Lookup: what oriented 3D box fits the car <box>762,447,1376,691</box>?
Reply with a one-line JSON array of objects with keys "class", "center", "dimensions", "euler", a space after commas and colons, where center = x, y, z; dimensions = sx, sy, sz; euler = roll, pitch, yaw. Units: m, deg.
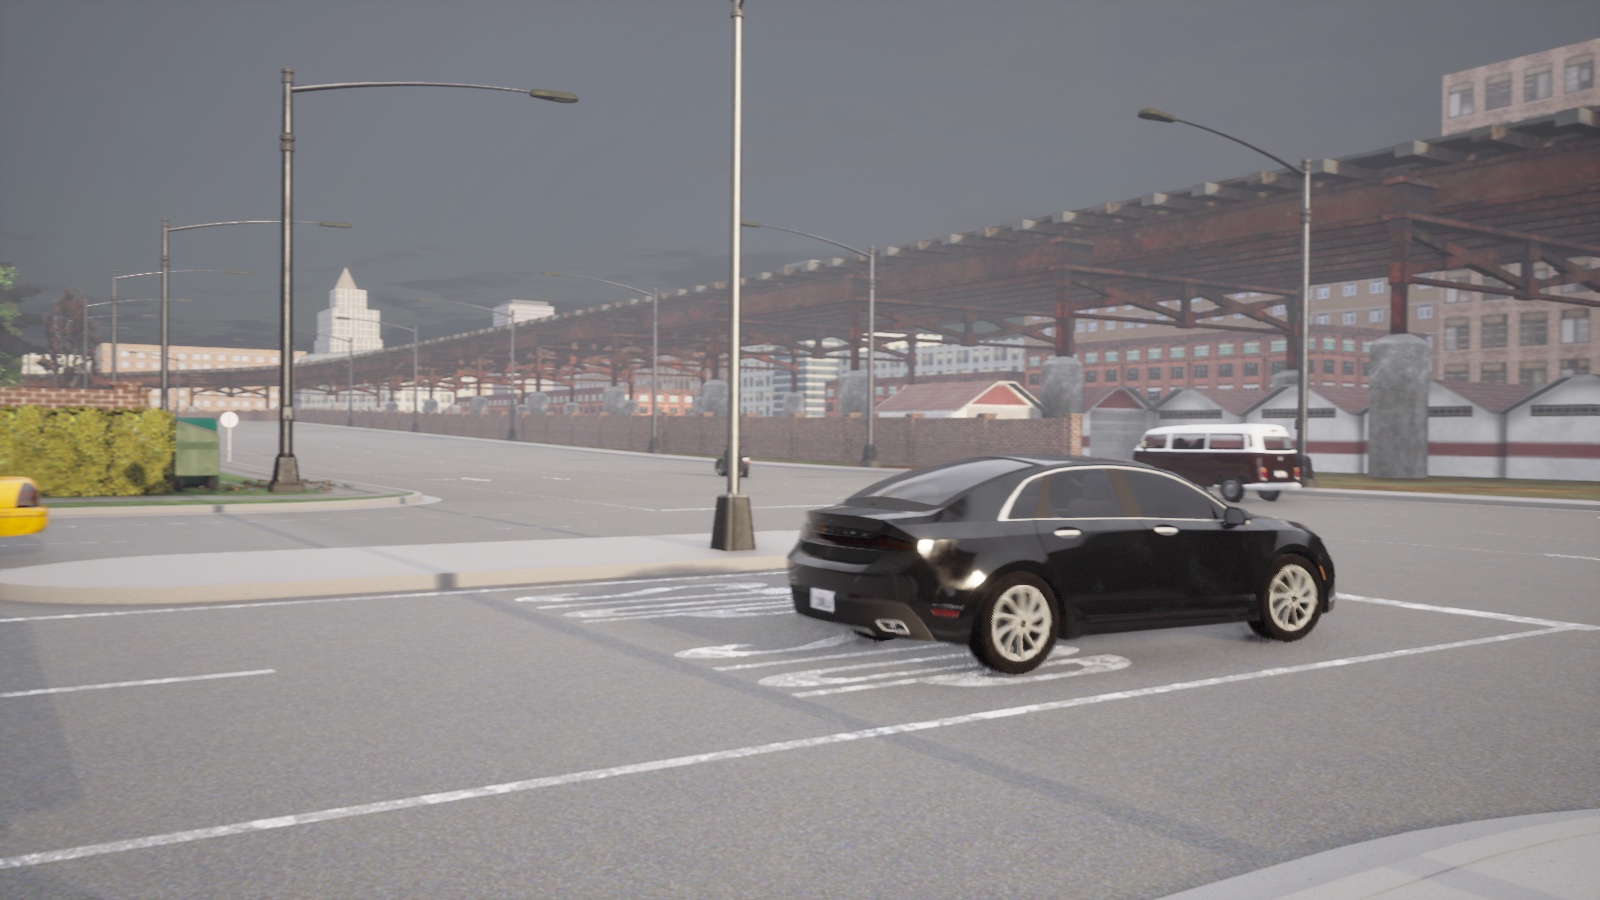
[{"class": "car", "center": [2.289, 0.759, 10.103], "dimensions": [4.892, 1.490, 1.837], "euler": [-1, 1, -31]}]

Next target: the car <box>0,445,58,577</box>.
[{"class": "car", "center": [-11.840, 0.765, 14.668], "dimensions": [5.366, 1.575, 1.801], "euler": [-1, 1, -33]}]

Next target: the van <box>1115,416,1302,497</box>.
[{"class": "van", "center": [10.944, 0.137, 33.909], "dimensions": [2.069, 2.038, 4.480], "euler": [-1, 1, -33]}]

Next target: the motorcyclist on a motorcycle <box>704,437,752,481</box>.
[{"class": "motorcyclist on a motorcycle", "center": [-2.815, 0.321, 48.639], "dimensions": [0.766, 1.649, 2.350], "euler": [-1, 1, -33]}]
